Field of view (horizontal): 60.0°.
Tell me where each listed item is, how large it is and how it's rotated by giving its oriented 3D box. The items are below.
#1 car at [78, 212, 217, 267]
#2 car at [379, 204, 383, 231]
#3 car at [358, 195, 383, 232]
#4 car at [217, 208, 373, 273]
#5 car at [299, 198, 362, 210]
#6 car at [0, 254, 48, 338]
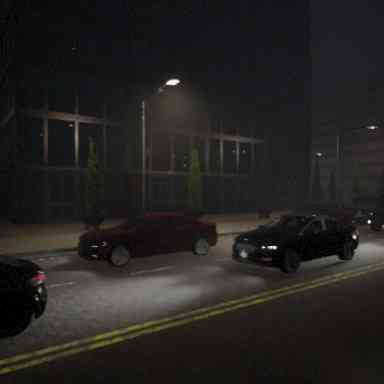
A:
[{"bbox_3d":[-1.357,1.475,11.601,5.008,1.535,1.882,0,0,-35],"label":"car"},{"bbox_3d":[11.798,1.484,16.661,4.902,1.511,2.128,0,0,-35],"label":"car"},{"bbox_3d":[11.283,1.199,20.522,5.566,2.045,2.150,0,0,-36],"label":"car"},{"bbox_3d":[3.445,1.489,10.712,4.902,1.511,2.128,0,0,-35],"label":"car"},{"bbox_3d":[6.418,1.346,17.138,4.553,1.767,2.097,0,0,-35],"label":"car"},{"bbox_3d":[-4.483,1.565,5.069,4.181,1.385,1.994,0,0,-35],"label":"car"}]
